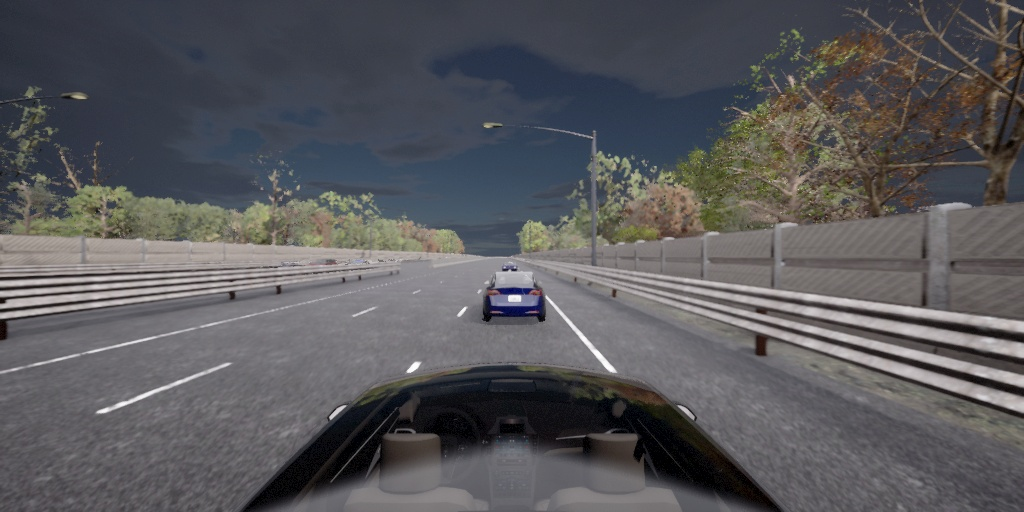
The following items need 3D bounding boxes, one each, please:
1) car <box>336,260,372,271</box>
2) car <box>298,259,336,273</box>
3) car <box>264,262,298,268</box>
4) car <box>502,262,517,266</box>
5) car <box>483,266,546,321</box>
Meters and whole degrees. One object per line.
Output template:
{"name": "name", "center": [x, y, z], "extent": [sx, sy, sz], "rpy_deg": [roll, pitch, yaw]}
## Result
{"name": "car", "center": [-17.930, 1.237, 41.456], "extent": [1.882, 1.535, 5.008], "rpy_deg": [0, 0, -1]}
{"name": "car", "center": [-21.423, 1.111, 40.358], "extent": [2.097, 1.767, 4.553], "rpy_deg": [0, 0, -1]}
{"name": "car", "center": [-24.907, 1.360, 39.352], "extent": [1.895, 1.301, 4.718], "rpy_deg": [0, 0, 0]}
{"name": "car", "center": [-0.294, 1.361, 43.489], "extent": [1.895, 1.301, 4.718], "rpy_deg": [0, 0, -1]}
{"name": "car", "center": [0.064, 1.255, 12.554], "extent": [2.163, 1.488, 4.792], "rpy_deg": [0, 0, 0]}
